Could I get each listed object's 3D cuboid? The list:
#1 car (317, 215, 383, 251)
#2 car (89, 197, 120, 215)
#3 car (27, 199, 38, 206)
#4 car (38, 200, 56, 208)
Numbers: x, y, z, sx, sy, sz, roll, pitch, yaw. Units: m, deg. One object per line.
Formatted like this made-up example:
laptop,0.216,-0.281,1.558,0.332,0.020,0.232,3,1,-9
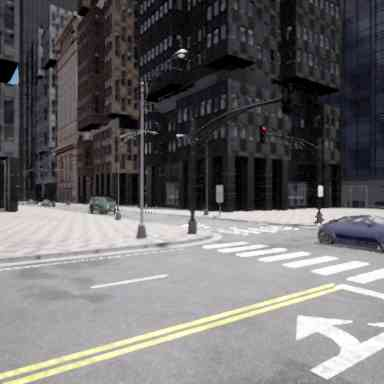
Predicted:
car,7.404,1.663,13.873,1.994,1.385,4.181,1,-1,-34
car,-10.419,1.616,39.209,2.150,2.045,5.566,0,0,-35
car,-36.473,2.375,76.102,1.812,1.442,4.674,0,-1,-35
car,-27.210,2.188,62.982,1.812,1.442,4.674,0,-1,-35
